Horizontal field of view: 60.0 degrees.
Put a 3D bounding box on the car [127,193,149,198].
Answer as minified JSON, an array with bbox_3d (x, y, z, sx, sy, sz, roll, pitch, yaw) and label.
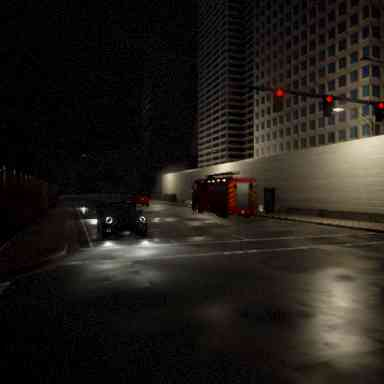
[{"bbox_3d":[-7.796,1.142,49.339,2.150,2.045,5.566,0,0,-18],"label":"car"}]

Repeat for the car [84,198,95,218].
[{"bbox_3d":[-8.097,1.483,29.322,2.033,1.411,5.357,0,0,-20],"label":"car"}]

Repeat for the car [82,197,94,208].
[{"bbox_3d":[-14.647,1.386,47.406,1.882,1.535,5.008,0,0,-20],"label":"car"}]

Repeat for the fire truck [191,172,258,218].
[{"bbox_3d":[2.721,0.299,30.643,2.891,3.827,8.468,0,0,-20],"label":"fire truck"}]

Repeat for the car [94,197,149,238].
[{"bbox_3d":[-3.745,1.305,17.432,2.097,1.767,4.553,0,0,-20],"label":"car"}]
